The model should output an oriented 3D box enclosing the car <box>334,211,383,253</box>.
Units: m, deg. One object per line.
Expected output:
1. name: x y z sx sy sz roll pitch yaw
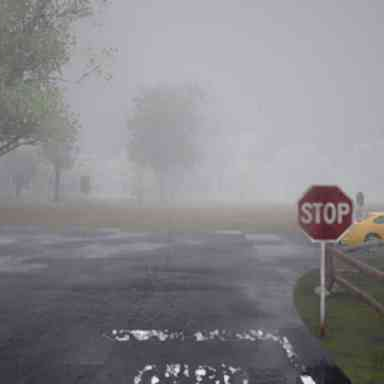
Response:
1. car: 8.043 1.562 13.735 5.008 1.535 1.882 1 -1 -11
